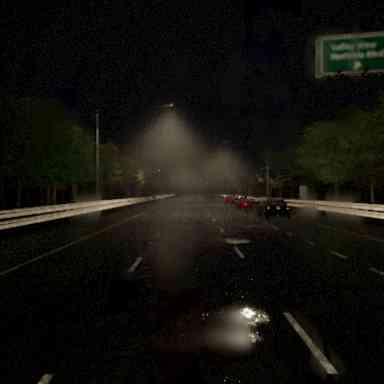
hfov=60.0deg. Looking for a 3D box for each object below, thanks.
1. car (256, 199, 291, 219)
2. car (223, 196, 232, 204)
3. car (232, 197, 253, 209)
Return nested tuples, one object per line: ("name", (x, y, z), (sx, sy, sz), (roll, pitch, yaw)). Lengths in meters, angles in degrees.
("car", (7.015, 1.354, 29.065), (2.097, 1.767, 4.553), (0, 0, 0))
("car", (7.032, 1.537, 63.262), (1.812, 1.442, 4.674), (0, 0, 0))
("car", (7.023, 1.572, 45.608), (1.994, 1.385, 4.181), (0, 0, 0))
